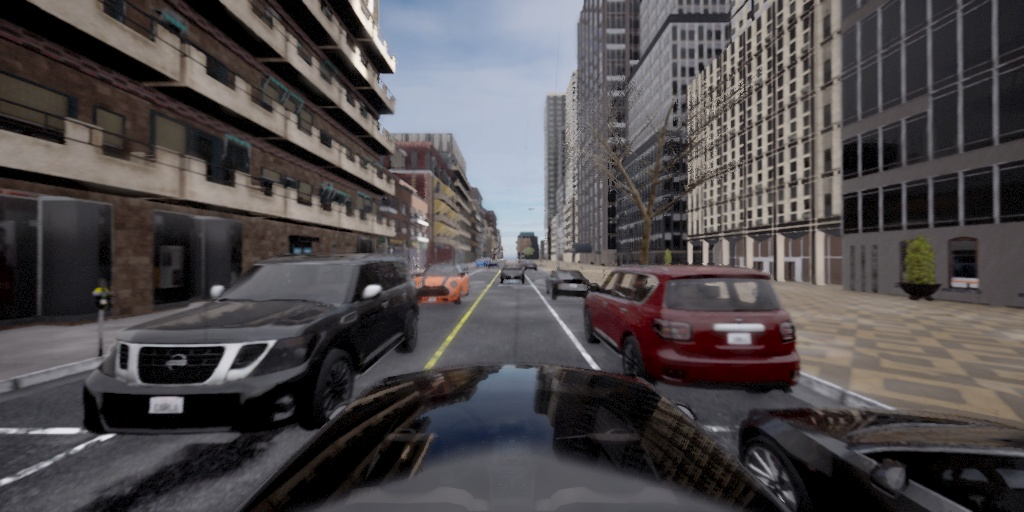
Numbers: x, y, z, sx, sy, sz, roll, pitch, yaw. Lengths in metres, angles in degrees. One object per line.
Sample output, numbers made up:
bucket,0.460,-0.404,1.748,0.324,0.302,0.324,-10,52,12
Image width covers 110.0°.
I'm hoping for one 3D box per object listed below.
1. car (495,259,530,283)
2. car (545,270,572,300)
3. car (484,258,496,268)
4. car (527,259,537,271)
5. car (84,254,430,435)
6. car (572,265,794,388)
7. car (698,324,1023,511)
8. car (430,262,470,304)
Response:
car,0.045,1.271,28.338,2.128,1.511,4.902,0,0,0
car,2.662,1.328,17.679,1.948,1.339,4.313,0,0,0
car,-3.163,1.439,61.318,1.895,1.301,4.718,0,0,0
car,2.589,1.375,50.816,1.948,1.339,4.313,0,0,0
car,-3.111,0.979,5.958,2.150,2.045,5.566,0,0,-1
car,2.687,1.066,6.634,2.192,1.841,5.009,0,0,0
car,2.699,1.312,1.111,1.948,1.339,4.313,0,0,0
car,-3.136,1.120,16.243,2.097,1.767,4.553,0,0,-1
